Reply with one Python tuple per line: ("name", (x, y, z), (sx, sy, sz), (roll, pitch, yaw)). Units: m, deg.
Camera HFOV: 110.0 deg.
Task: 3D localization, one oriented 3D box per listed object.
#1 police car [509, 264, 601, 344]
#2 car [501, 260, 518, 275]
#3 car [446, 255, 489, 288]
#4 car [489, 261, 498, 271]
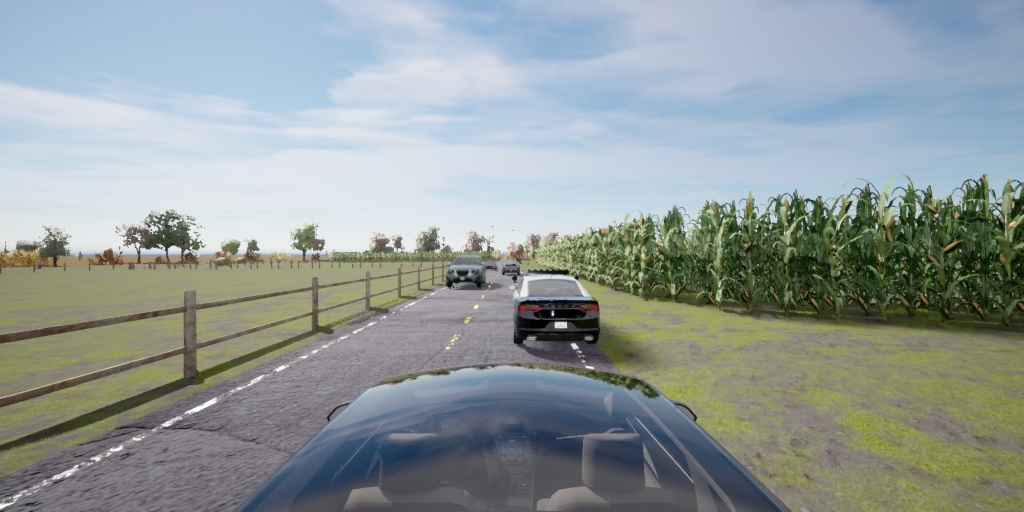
("police car", (0.959, 1.175, 9.732), (1.930, 1.638, 5.238), (0, 0, 0))
("car", (-0.090, 1.241, 38.319), (2.128, 1.511, 4.902), (0, 0, 0))
("car", (-2.934, 0.971, 23.894), (2.150, 2.045, 5.566), (0, 0, 0))
("car", (-2.978, 1.314, 48.912), (1.994, 1.385, 4.181), (0, 0, 0))
